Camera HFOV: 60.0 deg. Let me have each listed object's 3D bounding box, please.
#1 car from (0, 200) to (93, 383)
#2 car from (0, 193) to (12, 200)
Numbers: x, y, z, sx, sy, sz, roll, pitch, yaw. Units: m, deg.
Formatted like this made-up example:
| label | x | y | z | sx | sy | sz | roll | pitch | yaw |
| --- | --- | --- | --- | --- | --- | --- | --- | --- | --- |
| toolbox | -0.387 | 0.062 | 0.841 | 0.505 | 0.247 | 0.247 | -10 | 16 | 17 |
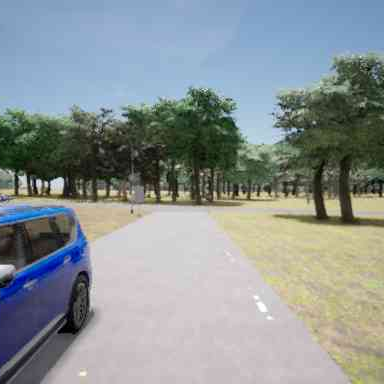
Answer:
| label | x | y | z | sx | sy | sz | roll | pitch | yaw |
| --- | --- | --- | --- | --- | --- | --- | --- | --- | --- |
| car | -2.850 | 1.227 | 3.835 | 2.150 | 2.045 | 5.566 | 0 | 0 | 0 |
| car | -31.915 | 0.777 | 54.175 | 4.553 | 1.767 | 2.097 | 2 | 0 | -1 |
